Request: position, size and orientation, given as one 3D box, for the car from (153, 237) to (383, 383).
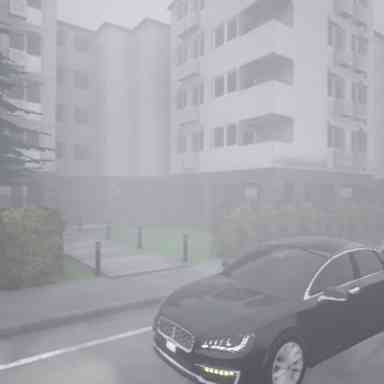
[{"bbox_3d":[1.737,1.537,5.233,4.892,1.490,1.837,0,0,-36],"label":"car"}]
